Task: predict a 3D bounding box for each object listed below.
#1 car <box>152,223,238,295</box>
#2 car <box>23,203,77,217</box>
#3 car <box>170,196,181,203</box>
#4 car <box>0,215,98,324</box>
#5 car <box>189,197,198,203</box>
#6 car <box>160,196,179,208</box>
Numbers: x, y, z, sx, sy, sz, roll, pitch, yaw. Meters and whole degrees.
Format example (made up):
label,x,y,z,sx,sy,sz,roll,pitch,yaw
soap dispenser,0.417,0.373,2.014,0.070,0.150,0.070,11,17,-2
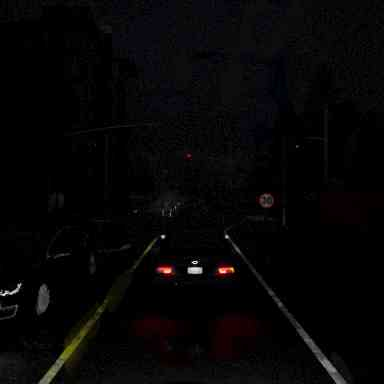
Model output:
label,x,y,z,sx,sy,sz,roll,pitch,yaw
car,0.077,1.547,8.870,2.033,1.411,5.357,0,0,0
car,-11.145,1.579,25.888,4.181,1.385,1.994,0,0,-1
car,-3.359,1.547,68.884,2.033,1.411,5.357,0,0,0
car,-3.531,1.505,7.389,1.837,1.490,4.892,0,0,1
car,0.244,1.601,69.643,1.895,1.301,4.718,0,0,0
car,-3.495,1.491,48.300,2.128,1.511,4.902,0,0,0
